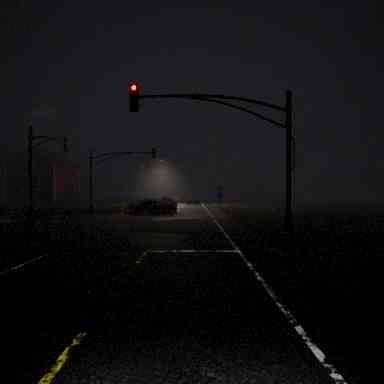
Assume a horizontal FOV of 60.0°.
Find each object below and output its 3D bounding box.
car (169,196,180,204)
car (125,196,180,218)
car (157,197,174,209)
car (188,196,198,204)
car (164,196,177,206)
[{"bbox_3d":[-3.429,1.537,65.017,1.895,1.301,4.718,0,0,1],"label":"car"},{"bbox_3d":[-3.596,1.430,29.831,5.008,1.535,1.882,1,0,-43],"label":"car"},{"bbox_3d":[-3.511,1.444,45.226,1.882,1.535,5.008,0,0,0],"label":"car"},{"bbox_3d":[0.208,1.505,62.457,1.994,1.385,4.181,0,0,0],"label":"car"},{"bbox_3d":[-3.484,1.478,55.089,1.812,1.442,4.674,0,0,1],"label":"car"}]
